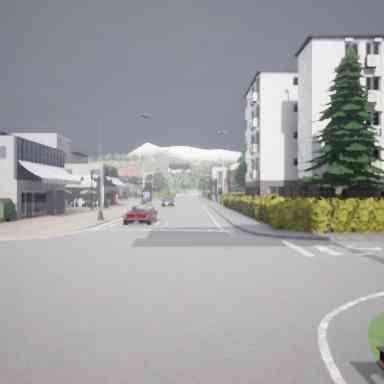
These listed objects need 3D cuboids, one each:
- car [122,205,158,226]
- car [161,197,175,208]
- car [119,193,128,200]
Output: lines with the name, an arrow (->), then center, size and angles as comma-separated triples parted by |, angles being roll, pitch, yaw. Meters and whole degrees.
car -> -3.514, 1.601, 23.277 | 1.895, 1.301, 4.718 | 0, 0, 0
car -> -3.517, 1.431, 48.872 | 2.128, 1.511, 4.902 | 0, 0, 0
car -> -18.955, 1.447, 91.769 | 2.007, 1.523, 4.514 | 0, 0, 0
